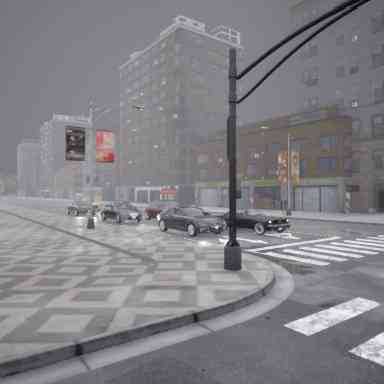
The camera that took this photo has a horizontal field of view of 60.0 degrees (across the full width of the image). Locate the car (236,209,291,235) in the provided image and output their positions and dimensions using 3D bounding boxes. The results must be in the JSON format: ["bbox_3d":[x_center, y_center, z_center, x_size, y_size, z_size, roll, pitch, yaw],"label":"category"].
[{"bbox_3d":[3.363,1.647,19.388,1.895,1.301,4.718,0,0,-36],"label":"car"}]

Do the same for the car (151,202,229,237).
[{"bbox_3d":[-0.181,1.558,18.728,1.837,1.490,4.892,0,0,-36],"label":"car"}]

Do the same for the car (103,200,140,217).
[{"bbox_3d":[-7.306,1.618,34.057,1.837,1.490,4.892,0,0,-36],"label":"car"}]

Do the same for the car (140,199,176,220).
[{"bbox_3d":[-1.964,1.434,26.712,2.097,1.767,4.553,0,0,-36],"label":"car"}]

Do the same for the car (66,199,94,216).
[{"bbox_3d":[-11.529,1.627,34.344,1.837,1.490,4.892,0,0,-36],"label":"car"}]

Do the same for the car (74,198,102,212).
[{"bbox_3d":[-13.344,1.619,42.411,1.882,1.535,5.008,0,0,-36],"label":"car"}]

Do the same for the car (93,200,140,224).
[{"bbox_3d":[-5.679,1.581,26.286,2.128,1.511,4.902,0,0,-36],"label":"car"}]
